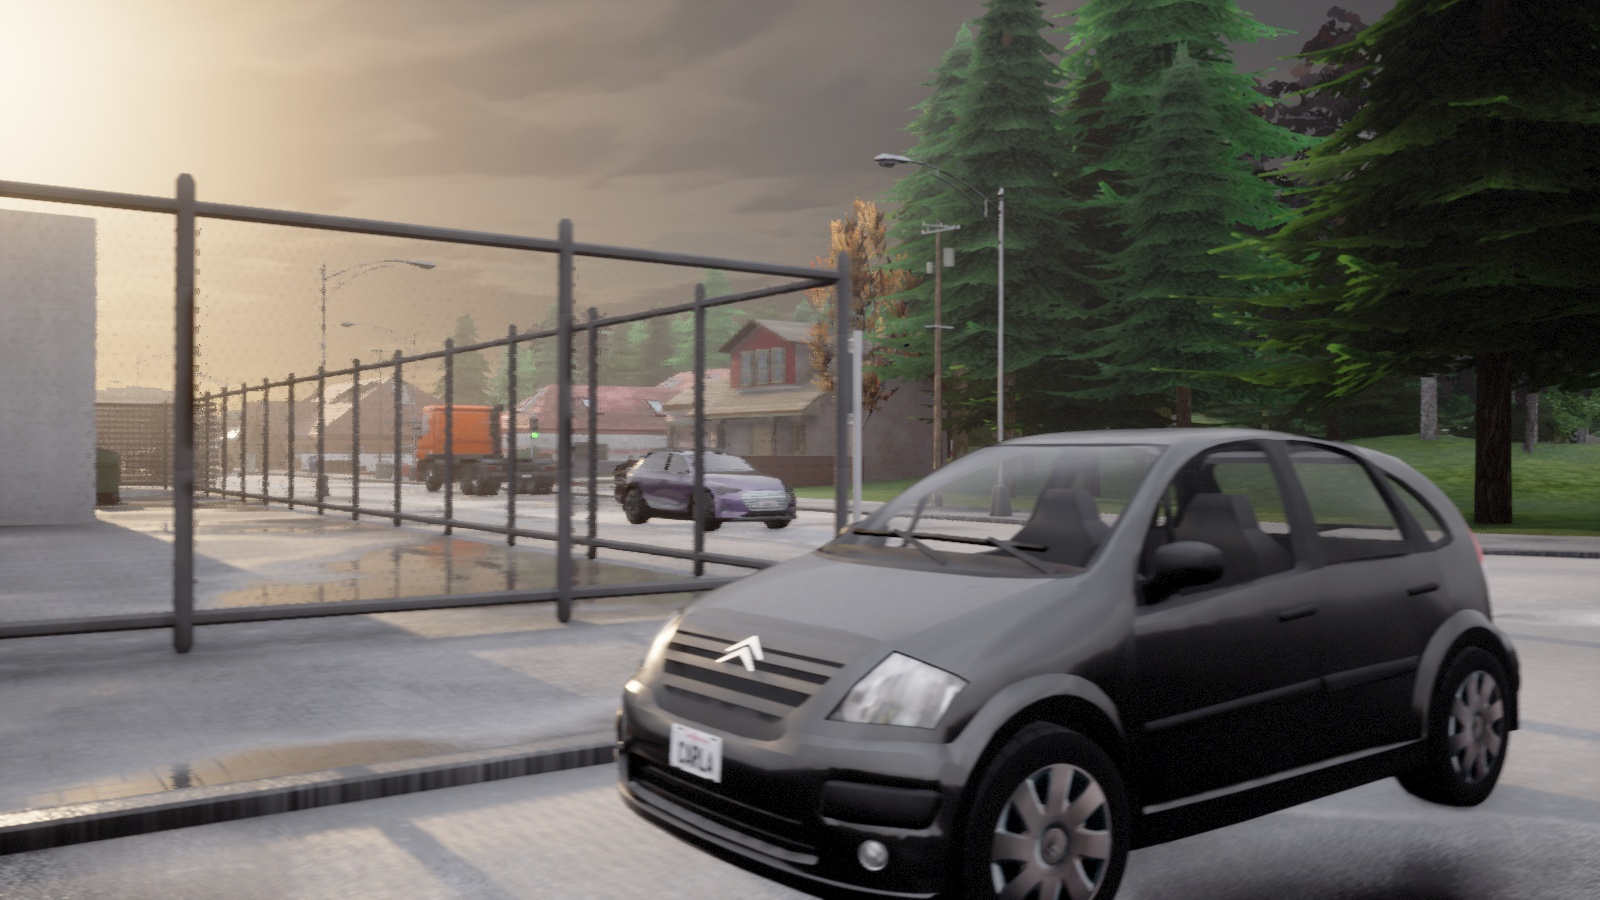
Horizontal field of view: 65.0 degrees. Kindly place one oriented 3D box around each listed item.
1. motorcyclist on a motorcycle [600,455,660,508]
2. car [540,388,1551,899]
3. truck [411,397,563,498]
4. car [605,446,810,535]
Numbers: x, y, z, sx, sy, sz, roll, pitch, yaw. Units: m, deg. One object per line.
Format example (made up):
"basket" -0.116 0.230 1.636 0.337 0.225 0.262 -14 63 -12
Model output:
"motorcyclist on a motorcycle" -5.066 0.913 37.274 0.866 1.530 2.191 0 0 -35
"car" 1.191 0.660 5.092 3.988 1.617 1.851 0 0 -38
"truck" -11.869 -0.065 47.062 2.891 3.462 7.936 0 0 -35
"car" -2.030 0.766 25.890 2.033 1.649 4.856 0 0 -35
